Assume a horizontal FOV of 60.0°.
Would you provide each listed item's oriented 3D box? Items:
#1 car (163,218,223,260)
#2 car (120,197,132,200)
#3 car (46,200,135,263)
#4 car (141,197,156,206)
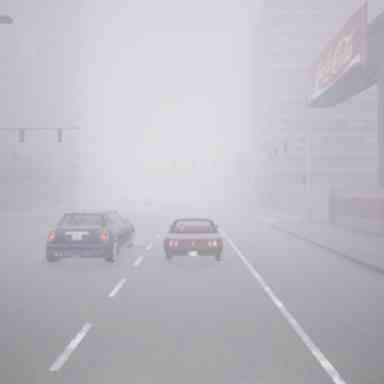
[{"bbox_3d":[0.059,1.614,12.475,1.895,1.301,4.718,0,0,0],"label":"car"},{"bbox_3d":[-10.563,1.559,53.039,1.837,1.490,4.892,0,0,0],"label":"car"},{"bbox_3d":[-3.443,1.368,12.138,2.097,1.767,4.553,0,0,0],"label":"car"},{"bbox_3d":[-7.058,1.545,54.260,2.128,1.511,4.902,0,0,0],"label":"car"}]
